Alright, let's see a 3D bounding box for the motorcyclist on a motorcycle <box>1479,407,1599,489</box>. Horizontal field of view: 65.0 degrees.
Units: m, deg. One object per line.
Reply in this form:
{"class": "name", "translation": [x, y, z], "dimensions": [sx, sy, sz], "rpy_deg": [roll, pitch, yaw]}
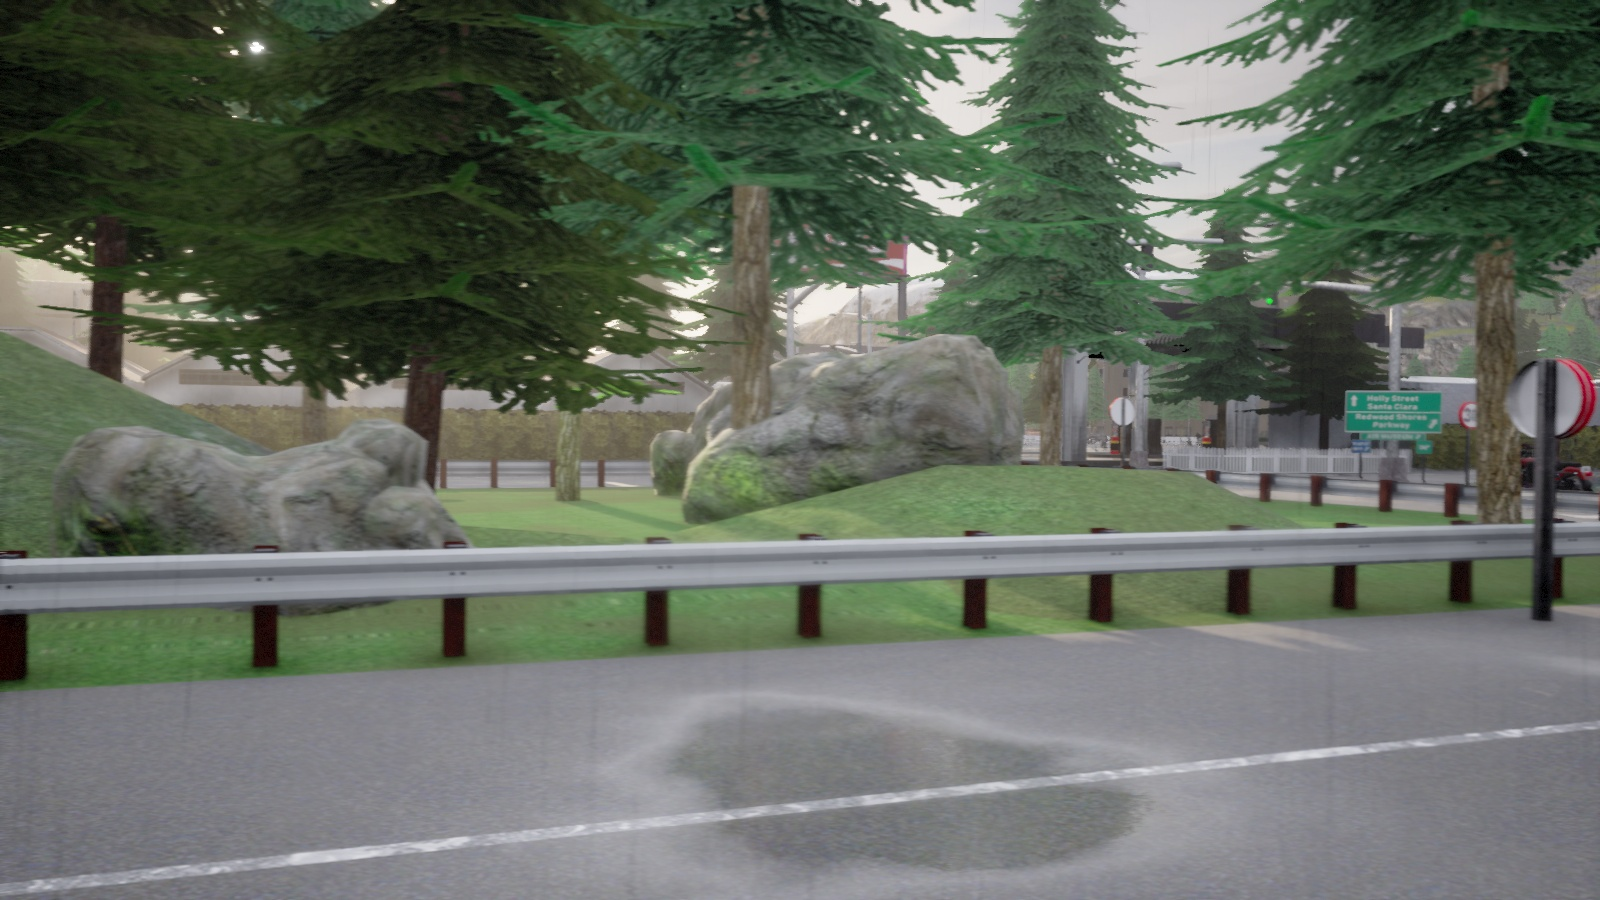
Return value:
{"class": "motorcyclist on a motorcycle", "translation": [15.772, -0.054, 26.765], "dimensions": [0.766, 1.649, 2.350], "rpy_deg": [-1, 1, -21]}
